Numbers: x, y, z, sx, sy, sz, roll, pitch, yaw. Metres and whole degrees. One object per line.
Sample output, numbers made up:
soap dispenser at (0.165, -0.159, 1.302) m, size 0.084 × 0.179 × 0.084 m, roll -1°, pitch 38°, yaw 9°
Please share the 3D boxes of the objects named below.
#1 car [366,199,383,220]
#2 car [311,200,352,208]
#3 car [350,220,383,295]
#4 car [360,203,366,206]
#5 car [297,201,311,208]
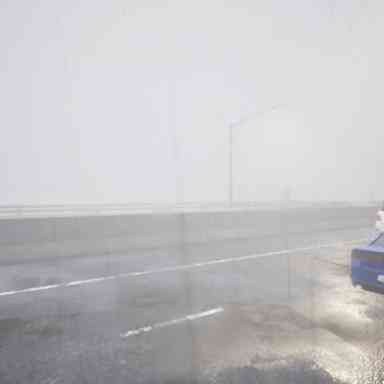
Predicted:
car at (10.859, 1.321, 15.661) m, size 5.566 × 2.045 × 2.150 m, roll 0°, pitch 0°, yaw -35°
car at (15.454, 1.701, 36.078) m, size 4.892 × 1.490 × 1.837 m, roll 0°, pitch 0°, yaw -34°
car at (5.748, 1.527, 7.832) m, size 5.008 × 1.535 × 1.882 m, roll 0°, pitch 0°, yaw -35°
car at (19.001, 1.560, 34.258) m, size 4.553 × 1.767 × 2.097 m, roll 0°, pitch 0°, yaw -34°
car at (14.414, 1.770, 39.604) m, size 4.181 × 1.385 × 1.994 m, roll 0°, pitch 0°, yaw -34°
